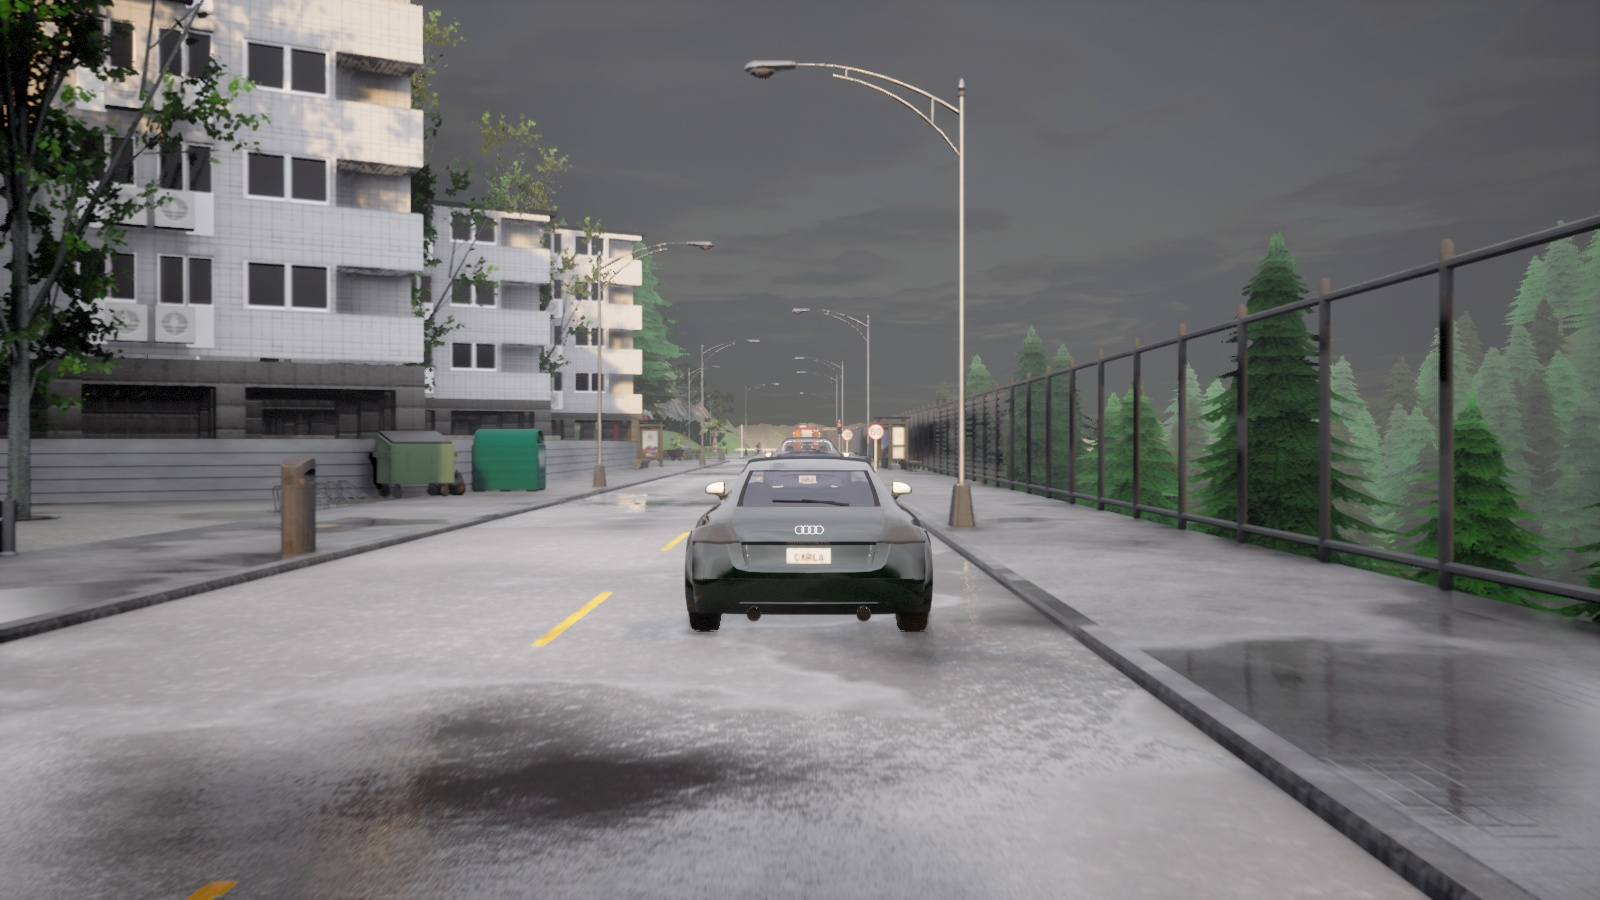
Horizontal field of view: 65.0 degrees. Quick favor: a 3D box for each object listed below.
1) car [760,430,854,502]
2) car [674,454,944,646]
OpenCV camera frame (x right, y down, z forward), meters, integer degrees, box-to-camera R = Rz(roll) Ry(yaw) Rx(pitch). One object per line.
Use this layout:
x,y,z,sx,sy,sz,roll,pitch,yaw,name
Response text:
0.183,0.349,31.339,2.152,1.651,5.027,0,0,0,car
0.076,0.746,11.375,1.994,1.385,4.181,0,0,0,car
